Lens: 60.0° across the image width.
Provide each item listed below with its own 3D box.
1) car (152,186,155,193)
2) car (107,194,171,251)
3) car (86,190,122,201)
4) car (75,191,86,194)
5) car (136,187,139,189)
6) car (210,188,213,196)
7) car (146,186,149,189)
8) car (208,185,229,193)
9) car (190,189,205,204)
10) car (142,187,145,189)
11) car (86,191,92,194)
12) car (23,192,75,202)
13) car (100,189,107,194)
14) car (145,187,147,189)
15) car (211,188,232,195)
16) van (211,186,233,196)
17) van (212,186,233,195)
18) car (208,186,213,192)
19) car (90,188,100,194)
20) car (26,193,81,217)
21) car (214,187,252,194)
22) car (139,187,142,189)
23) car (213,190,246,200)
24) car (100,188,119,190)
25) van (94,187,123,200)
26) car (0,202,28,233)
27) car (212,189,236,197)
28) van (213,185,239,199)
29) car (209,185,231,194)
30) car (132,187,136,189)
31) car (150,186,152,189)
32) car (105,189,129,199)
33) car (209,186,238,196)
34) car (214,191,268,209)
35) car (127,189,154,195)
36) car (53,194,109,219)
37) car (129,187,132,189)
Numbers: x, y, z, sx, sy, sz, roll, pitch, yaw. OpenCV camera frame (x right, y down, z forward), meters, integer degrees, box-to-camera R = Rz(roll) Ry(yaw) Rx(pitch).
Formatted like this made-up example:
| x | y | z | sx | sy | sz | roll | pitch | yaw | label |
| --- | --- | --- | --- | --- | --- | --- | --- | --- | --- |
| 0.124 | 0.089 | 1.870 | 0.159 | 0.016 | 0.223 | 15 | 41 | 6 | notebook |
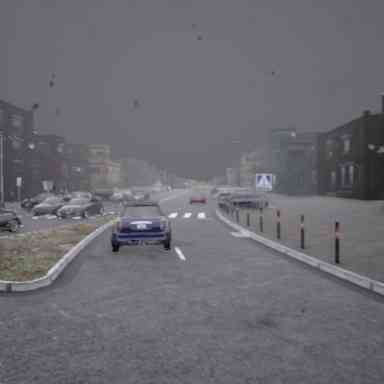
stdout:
| x | y | z | sx | sy | sz | roll | pitch | yaw | label |
| --- | --- | --- | --- | --- | --- | --- | --- | --- | --- |
| -13.253 | -0.230 | 86.915 | 5.366 | 1.575 | 1.946 | -1 | 1 | 2 | car |
| -2.029 | 1.167 | 13.491 | 2.097 | 1.767 | 4.553 | -1 | 1 | -8 | car |
| -14.224 | 0.550 | 53.850 | 5.366 | 1.575 | 1.946 | -1 | 1 | 2 | car |
| -15.085 | 0.960 | 37.330 | 5.008 | 1.535 | 2.097 | -1 | 1 | 2 | car |
| -13.821 | 0.084 | 67.625 | 4.553 | 1.767 | 2.185 | -1 | 1 | 2 | car |
| 5.552 | 0.489 | 48.574 | 5.008 | 1.535 | 2.097 | -1 | 1 | 2 | car |
| -13.397 | -0.046 | 78.643 | 4.892 | 1.521 | 2.231 | -1 | 1 | 2 | car |
| 7.358 | -0.826 | 92.858 | 5.566 | 2.045 | 2.435 | -1 | 1 | 2 | car |
| 0.745 | 0.752 | 43.509 | 1.994 | 1.385 | 4.181 | -1 | 1 | 2 | car |
| -13.621 | 0.080 | 73.137 | 4.892 | 1.521 | 2.231 | -1 | 1 | 2 | car |
| -14.965 | 0.936 | 40.083 | 4.674 | 1.452 | 2.002 | -1 | 1 | 2 | car |
| -15.162 | 0.893 | 34.566 | 4.553 | 1.767 | 2.185 | -1 | 1 | 2 | car |
| -14.751 | 0.767 | 45.596 | 4.892 | 1.521 | 2.231 | -1 | 1 | 2 | car |
| -13.509 | 0.017 | 75.890 | 4.892 | 1.521 | 2.231 | -1 | 1 | 2 | car |
| 6.703 | -0.169 | 76.334 | 4.674 | 1.452 | 2.002 | -1 | 1 | 2 | car |
| 6.351 | -0.300 | 70.657 | 4.442 | 1.987 | 1.878 | -1 | 1 | 2 | van |
| 6.699 | -0.368 | 73.421 | 4.442 | 1.987 | 1.878 | -1 | 1 | 2 | van |
| 5.808 | 0.095 | 53.993 | 5.566 | 2.045 | 2.435 | -1 | 1 | 2 | car |
| -14.826 | 0.706 | 42.833 | 4.553 | 1.767 | 2.185 | -1 | 1 | 2 | car |
| -11.098 | 1.152 | 27.283 | 1.837 | 1.490 | 4.892 | 0 | 1 | 5 | car |
| 5.123 | 0.641 | 37.335 | 4.553 | 1.767 | 2.185 | -1 | 1 | 2 | car |
| -13.733 | 0.145 | 70.382 | 4.892 | 1.521 | 2.231 | -1 | 1 | 2 | car |
| 5.673 | 0.421 | 51.225 | 4.892 | 1.521 | 2.231 | -1 | 1 | 2 | car |
| -14.552 | 0.374 | 51.098 | 5.566 | 2.045 | 2.435 | -1 | 1 | 2 | car |
| -14.183 | 0.257 | 56.602 | 4.442 | 1.987 | 1.878 | -1 | 1 | 2 | van |
| -10.340 | 1.423 | 15.908 | 1.994 | 1.385 | 4.181 | 0 | 1 | 15 | car |
| 6.238 | 0.102 | 65.106 | 4.674 | 1.452 | 2.002 | -1 | 1 | 2 | car |
| 5.094 | 0.478 | 40.243 | 4.442 | 1.987 | 1.878 | -1 | 1 | 2 | van |
| 7.014 | -0.647 | 84.533 | 5.566 | 2.045 | 2.435 | -1 | 1 | 2 | car |
| -13.995 | 0.152 | 64.872 | 4.553 | 1.767 | 2.185 | -1 | 1 | 2 | car |
| -13.177 | -0.129 | 84.153 | 4.674 | 1.452 | 2.002 | -1 | 1 | 2 | car |
| -10.116 | 0.751 | 46.131 | 1.812 | 1.442 | 4.674 | -1 | 1 | 3 | car |
| 6.381 | -0.258 | 67.873 | 5.566 | 2.045 | 2.435 | -1 | 1 | 2 | car |
| 4.839 | 0.908 | 31.911 | 4.792 | 1.488 | 2.163 | -1 | 1 | 2 | car |
| -7.107 | 0.683 | 46.263 | 2.128 | 1.511 | 4.902 | -1 | 1 | 3 | car |
| -8.275 | 1.163 | 25.308 | 1.837 | 1.490 | 4.892 | 0 | 1 | 6 | car |
| -14.107 | 0.219 | 62.119 | 4.553 | 1.767 | 2.185 | -1 | 1 | 2 | car |
